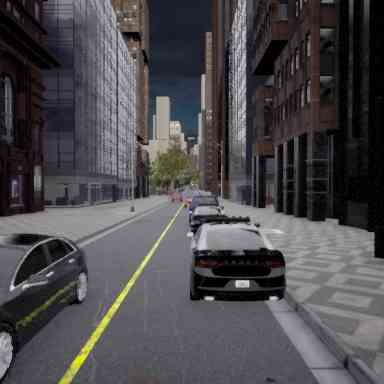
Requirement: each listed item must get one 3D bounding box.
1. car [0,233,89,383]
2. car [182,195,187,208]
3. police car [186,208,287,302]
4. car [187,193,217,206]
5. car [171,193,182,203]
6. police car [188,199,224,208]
[{"bbox_3d":[-3.107,1.507,5.295,1.837,1.490,4.892,0,0,0],"label":"car"},{"bbox_3d":[0.007,1.338,48.716,2.097,1.767,4.553,0,0,0],"label":"car"},{"bbox_3d":[0.894,1.427,8.487,1.930,1.638,5.238,0,0,0],"label":"police car"},{"bbox_3d":[0.880,1.226,24.407,2.150,2.045,5.566,0,0,0],"label":"car"},{"bbox_3d":[-3.057,1.178,67.755,2.150,2.045,5.566,0,0,0],"label":"car"},{"bbox_3d":[0.884,1.428,18.488,1.930,1.638,5.238,0,0,0],"label":"police car"}]
